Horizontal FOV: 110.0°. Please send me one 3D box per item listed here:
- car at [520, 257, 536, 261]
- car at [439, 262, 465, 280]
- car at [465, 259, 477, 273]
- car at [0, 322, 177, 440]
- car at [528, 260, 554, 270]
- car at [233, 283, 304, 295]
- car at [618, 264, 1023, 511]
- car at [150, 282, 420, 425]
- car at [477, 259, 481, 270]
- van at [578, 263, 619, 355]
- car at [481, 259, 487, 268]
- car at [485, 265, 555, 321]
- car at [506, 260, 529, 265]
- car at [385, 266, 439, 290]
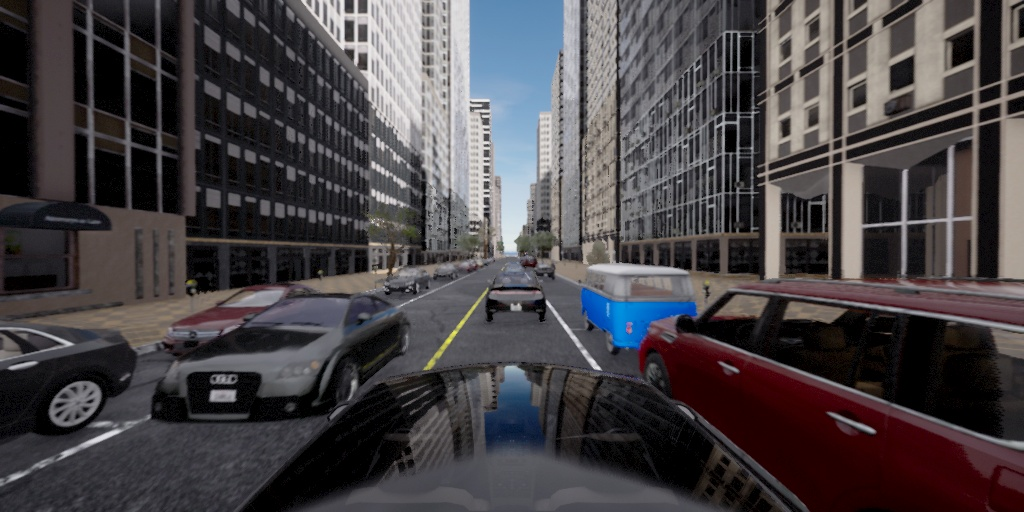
[{"bbox_3d":[2.772,1.062,53.920,2.192,1.841,5.009,0,0,0],"label":"car"},{"bbox_3d":[-5.646,1.297,31.198,2.007,1.370,4.403,0,0,0],"label":"car"},{"bbox_3d":[-5.627,1.327,42.565,1.802,1.307,4.207,0,0,0],"label":"car"},{"bbox_3d":[-5.692,1.298,2.780,2.007,1.370,4.403,0,0,0],"label":"car"},{"bbox_3d":[2.735,1.300,31.184,2.007,1.370,4.403,0,0,0],"label":"car"},{"bbox_3d":[-5.682,1.330,8.464,1.802,1.307,4.207,0,0,0],"label":"car"},{"bbox_3d":[2.689,1.066,2.767,2.192,1.841,5.009,0,0,0],"label":"car"},{"bbox_3d":[-3.094,1.313,5.833,1.994,1.385,4.181,0,0,0],"label":"car"},{"bbox_3d":[-5.618,1.185,48.249,1.967,1.591,4.097,0,0,0],"label":"car"},{"bbox_3d":[2.698,1.092,8.450,1.690,1.789,3.998,0,0,0],"label":"van"},{"bbox_3d":[-5.600,1.269,59.447,1.751,1.417,4.829,0,0,0],"label":"car"},{"bbox_3d":[0.117,1.243,12.480,2.128,1.511,4.902,0,0,0],"label":"car"},{"bbox_3d":[0.148,1.296,31.622,2.033,1.411,5.357,0,0,0],"label":"car"},{"bbox_3d":[-5.664,1.298,19.831,2.007,1.370,4.403,0,0,0],"label":"car"}]
